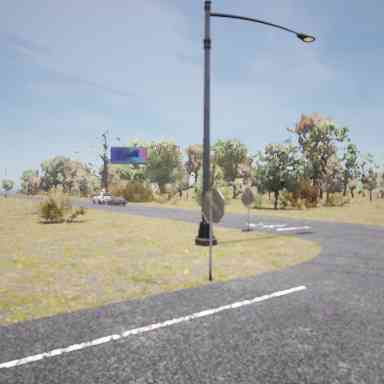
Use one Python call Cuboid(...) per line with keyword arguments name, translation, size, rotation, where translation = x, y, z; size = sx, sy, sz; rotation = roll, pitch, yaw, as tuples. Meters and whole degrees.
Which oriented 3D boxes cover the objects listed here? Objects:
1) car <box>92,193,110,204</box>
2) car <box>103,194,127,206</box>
Cuboid(name="car", translation=(-16.459, 1.187, 60.863), size=(2.150, 2.045, 5.566), rotation=(0, 0, -34))
Cuboid(name="car", translation=(-12.445, 1.525, 54.929), size=(2.033, 1.411, 5.357), rotation=(0, 0, -33))
